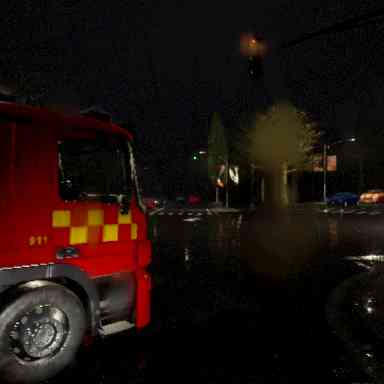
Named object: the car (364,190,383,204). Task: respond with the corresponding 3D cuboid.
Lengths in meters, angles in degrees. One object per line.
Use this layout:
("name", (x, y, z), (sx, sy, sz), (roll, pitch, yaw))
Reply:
("car", (23.157, 0.506, 42.230), (4.553, 1.767, 2.097), (-1, 1, -42))

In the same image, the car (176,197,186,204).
("car", (-2.487, 1.804, 73.928), (2.097, 1.767, 4.553), (0, -1, 1))

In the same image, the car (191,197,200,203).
("car", (0.867, 2.080, 83.950), (2.033, 1.411, 5.357), (0, -1, 1))

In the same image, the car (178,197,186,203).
("car", (-2.383, 2.040, 83.984), (1.837, 1.490, 4.892), (0, -1, 1))

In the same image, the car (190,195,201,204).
("car", (0.759, 1.670, 73.564), (2.150, 2.045, 5.566), (0, -1, 1))

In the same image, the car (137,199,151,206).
("car", (-9.099, 1.932, 63.158), (1.895, 1.301, 4.718), (0, -1, 1))

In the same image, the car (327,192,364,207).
("car", (16.390, 0.795, 35.973), (5.008, 1.535, 1.882), (-1, 1, -42))

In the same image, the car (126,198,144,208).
("car", (-9.203, 1.729, 54.124), (2.128, 1.511, 4.902), (0, -1, 1))

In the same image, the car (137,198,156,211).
("car", (-6.041, 1.629, 44.586), (1.882, 1.535, 5.008), (0, 0, 1))

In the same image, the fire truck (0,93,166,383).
("fire truck", (-4.546, 0.325, 3.184), (8.468, 3.827, 2.891), (2, -1, -43))
